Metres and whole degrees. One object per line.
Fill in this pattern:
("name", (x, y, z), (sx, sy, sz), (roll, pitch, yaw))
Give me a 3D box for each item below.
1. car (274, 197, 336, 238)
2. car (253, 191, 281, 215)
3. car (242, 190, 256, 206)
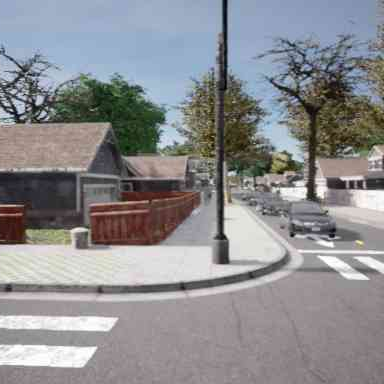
("car", (5.151, 1.159, 15.403), (1.812, 1.442, 4.674), (0, 1, 6))
("car", (6.068, 0.926, 25.430), (1.837, 1.490, 4.892), (0, 1, 5))
("car", (6.895, 0.701, 35.554), (2.128, 1.511, 4.902), (0, 1, 5))
